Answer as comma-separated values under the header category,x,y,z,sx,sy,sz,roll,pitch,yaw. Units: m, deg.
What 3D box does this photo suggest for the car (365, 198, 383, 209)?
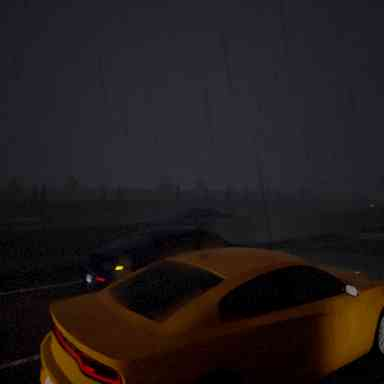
category,x,y,z,sx,sy,sz,roll,pitch,yaw
car,21.402,1.468,36.252,4.553,1.767,2.097,1,-1,-35

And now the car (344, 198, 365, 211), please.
category,x,y,z,sx,sy,sz,roll,pitch,yaw
car,20.174,1.457,39.673,5.008,1.535,1.882,1,-1,-35

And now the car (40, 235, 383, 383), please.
category,x,y,z,sx,sy,sz,roll,pitch,yaw
car,0.800,1.479,4.291,5.008,1.535,1.882,0,0,-36

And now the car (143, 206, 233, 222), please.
category,x,y,z,sx,sy,sz,roll,pitch,yaw
car,-0.124,1.480,16.767,5.008,1.535,1.882,0,0,-35

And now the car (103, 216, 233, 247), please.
category,x,y,z,sx,sy,sz,roll,pitch,yaw
car,-0.166,1.527,7.903,4.674,1.442,1.812,0,0,-36
